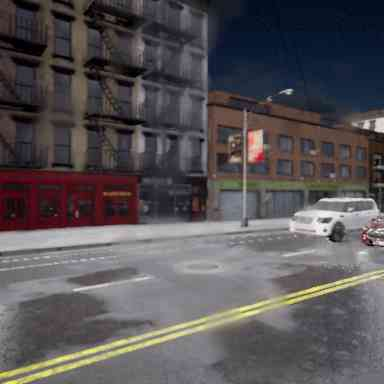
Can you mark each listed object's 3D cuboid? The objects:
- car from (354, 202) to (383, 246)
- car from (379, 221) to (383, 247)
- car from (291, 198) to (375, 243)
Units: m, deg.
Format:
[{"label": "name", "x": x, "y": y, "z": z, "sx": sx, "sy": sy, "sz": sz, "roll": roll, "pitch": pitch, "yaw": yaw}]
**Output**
[{"label": "car", "x": 9.315, "y": 1.445, "z": 14.309, "sx": 4.553, "sy": 1.767, "sz": 2.097, "roll": 1, "pitch": 0, "yaw": -35}, {"label": "car", "x": 7.188, "y": 1.535, "z": 8.565, "sx": 4.902, "sy": 1.511, "sz": 2.128, "roll": 1, "pitch": 0, "yaw": -35}, {"label": "car", "x": 7.465, "y": 1.315, "z": 16.983, "sx": 5.566, "sy": 2.045, "sz": 2.150, "roll": 1, "pitch": 0, "yaw": -35}]
